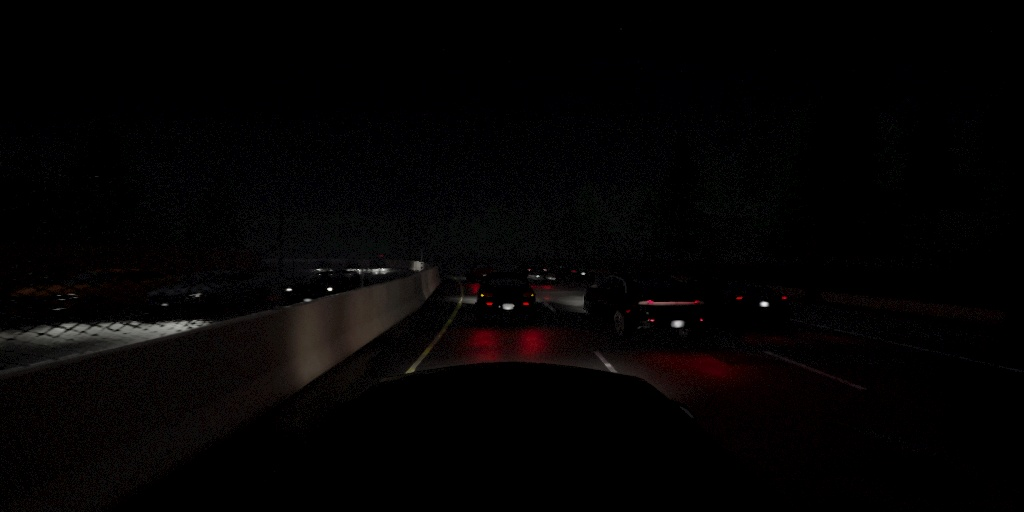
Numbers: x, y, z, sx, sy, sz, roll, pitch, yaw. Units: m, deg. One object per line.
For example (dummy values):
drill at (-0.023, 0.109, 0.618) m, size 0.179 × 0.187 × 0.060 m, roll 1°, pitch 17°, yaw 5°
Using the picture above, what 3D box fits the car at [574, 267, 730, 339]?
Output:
car at (3.395, 1.215, 10.001) m, size 2.128 × 1.511 × 4.902 m, roll 0°, pitch 0°, yaw -3°

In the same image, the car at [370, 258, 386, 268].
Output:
car at (-20.276, 1.076, 54.153) m, size 2.128 × 1.511 × 4.902 m, roll 0°, pitch 0°, yaw -30°

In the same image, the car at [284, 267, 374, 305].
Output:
car at (-7.679, 1.308, 15.359) m, size 1.895 × 1.301 × 4.718 m, roll 0°, pitch 0°, yaw -6°

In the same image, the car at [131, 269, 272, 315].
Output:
car at (-11.056, 1.238, 13.527) m, size 1.812 × 1.442 × 4.674 m, roll 0°, pitch 0°, yaw -5°

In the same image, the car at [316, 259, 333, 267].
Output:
car at (-27.929, 1.112, 53.366) m, size 1.812 × 1.442 × 4.674 m, roll 0°, pitch 0°, yaw -32°

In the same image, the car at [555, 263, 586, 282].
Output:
car at (4.719, 1.233, 27.650) m, size 1.994 × 1.385 × 4.181 m, roll 0°, pitch 0°, yaw -11°

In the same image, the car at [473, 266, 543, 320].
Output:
car at (-0.257, 1.242, 12.363) m, size 1.812 × 1.442 × 4.674 m, roll 0°, pitch 0°, yaw -4°

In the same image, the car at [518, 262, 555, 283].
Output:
car at (1.304, 1.162, 26.972) m, size 2.128 × 1.511 × 4.902 m, roll 0°, pitch 0°, yaw -11°

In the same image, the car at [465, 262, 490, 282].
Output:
car at (-2.482, 1.193, 27.962) m, size 1.812 × 1.442 × 4.674 m, roll 0°, pitch 0°, yaw -12°

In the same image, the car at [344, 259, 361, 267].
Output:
car at (-23.120, 1.116, 52.092) m, size 1.812 × 1.442 × 4.674 m, roll 0°, pitch 0°, yaw -30°

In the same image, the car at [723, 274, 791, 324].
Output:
car at (6.782, 1.283, 11.811) m, size 1.994 × 1.385 × 4.181 m, roll 0°, pitch 0°, yaw -3°

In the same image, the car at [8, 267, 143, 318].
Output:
car at (-14.513, 1.191, 13.060) m, size 1.882 × 1.535 × 5.008 m, roll 0°, pitch 0°, yaw -5°
